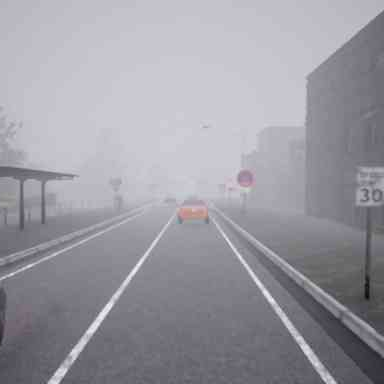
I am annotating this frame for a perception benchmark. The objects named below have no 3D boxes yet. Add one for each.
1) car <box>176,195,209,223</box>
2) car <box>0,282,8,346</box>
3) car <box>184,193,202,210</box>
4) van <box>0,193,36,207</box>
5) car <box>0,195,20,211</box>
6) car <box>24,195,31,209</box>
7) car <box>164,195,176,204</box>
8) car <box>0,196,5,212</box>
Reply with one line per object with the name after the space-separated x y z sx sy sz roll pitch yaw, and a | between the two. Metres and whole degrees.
0.114 1.243 24.687 2.097 1.767 4.553 0 1 0 | car
-3.348 1.499 2.472 1.837 1.490 4.892 0 0 0 | car
0.123 1.083 40.596 2.033 1.411 5.357 0 6 0 | car
-21.984 1.158 41.850 4.442 1.987 1.878 0 0 0 | van
-21.910 1.392 36.300 5.366 1.575 1.946 0 0 0 | car
-22.128 1.419 39.077 4.792 1.488 2.163 0 0 0 | car
-3.223 1.103 50.126 1.895 1.301 4.718 0 1 0 | car
-22.123 1.430 33.525 4.792 1.488 2.163 0 0 0 | car
